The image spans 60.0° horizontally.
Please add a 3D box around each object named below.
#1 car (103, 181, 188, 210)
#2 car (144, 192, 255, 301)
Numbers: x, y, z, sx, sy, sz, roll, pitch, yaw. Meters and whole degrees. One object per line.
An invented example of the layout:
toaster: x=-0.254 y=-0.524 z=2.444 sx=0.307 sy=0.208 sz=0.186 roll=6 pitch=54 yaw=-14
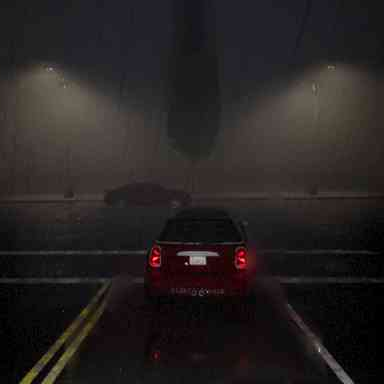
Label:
car: x=-2.562 y=0.115 z=19.319 sx=5.008 sy=1.535 sz=1.882 roll=-1 pitch=6 yaw=0
car: x=0.319 y=1.111 z=8.069 sx=2.097 sy=1.767 sz=4.553 roll=0 pitch=4 yaw=6
